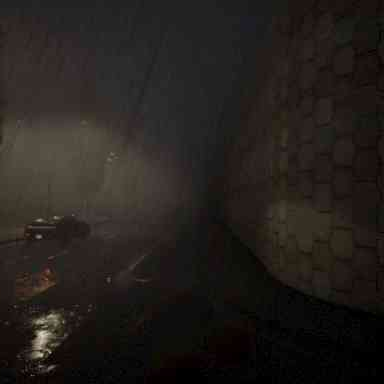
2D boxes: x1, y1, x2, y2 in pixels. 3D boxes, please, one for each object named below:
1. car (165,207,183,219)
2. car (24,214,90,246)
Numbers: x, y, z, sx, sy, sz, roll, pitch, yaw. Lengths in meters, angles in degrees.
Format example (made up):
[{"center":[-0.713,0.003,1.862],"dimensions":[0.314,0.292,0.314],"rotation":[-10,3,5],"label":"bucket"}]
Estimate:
[{"center":[-2.484,2.821,46.761],"dimensions":[2.097,1.767,4.553],"rotation":[1,-2,3],"label":"car"},{"center":[-6.993,1.931,17.773],"dimensions":[2.128,1.511,4.902],"rotation":[1,-2,2],"label":"car"}]
